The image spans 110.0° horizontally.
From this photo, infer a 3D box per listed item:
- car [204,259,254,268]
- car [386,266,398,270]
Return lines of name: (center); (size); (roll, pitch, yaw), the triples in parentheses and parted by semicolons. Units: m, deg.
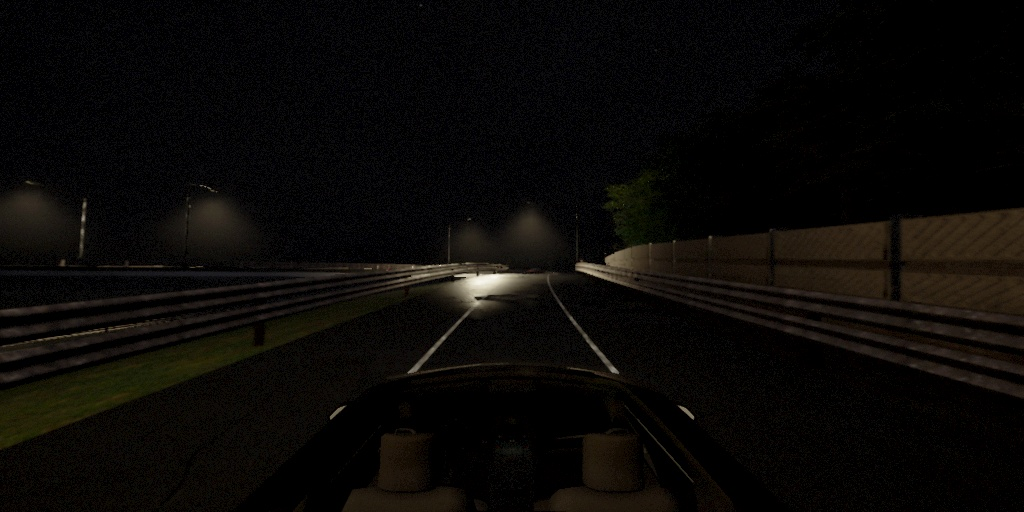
car: (-35.721, 1.207, 45.382); (5.008, 1.535, 1.882); (1, -4, -22)
car: (-17.222, 2.087, 56.177); (4.718, 1.301, 1.895); (3, -4, -35)
